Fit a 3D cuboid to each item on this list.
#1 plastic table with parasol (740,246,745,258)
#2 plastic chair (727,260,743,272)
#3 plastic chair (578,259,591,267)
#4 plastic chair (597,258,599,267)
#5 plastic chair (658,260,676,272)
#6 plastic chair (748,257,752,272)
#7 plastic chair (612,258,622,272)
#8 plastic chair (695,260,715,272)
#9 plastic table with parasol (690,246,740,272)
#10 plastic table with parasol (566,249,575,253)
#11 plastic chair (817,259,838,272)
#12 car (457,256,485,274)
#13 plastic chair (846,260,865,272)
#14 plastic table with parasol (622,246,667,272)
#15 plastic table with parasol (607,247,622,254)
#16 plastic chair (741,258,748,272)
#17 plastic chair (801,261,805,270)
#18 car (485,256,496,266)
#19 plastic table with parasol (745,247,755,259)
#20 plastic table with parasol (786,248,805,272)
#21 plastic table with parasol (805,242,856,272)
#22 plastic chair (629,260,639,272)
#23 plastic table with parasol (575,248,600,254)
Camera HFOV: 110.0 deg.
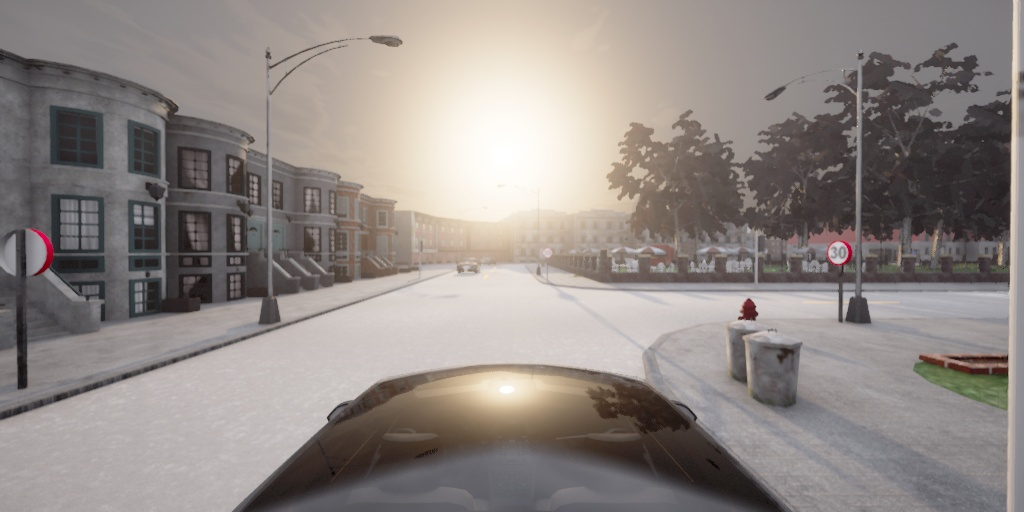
[{"bbox_3d":[18.192,0.404,31.177,2.482,2.480,2.482,0,0,-42],"label":"plastic table with parasol"},{"bbox_3d":[16.141,1.085,26.212,0.750,1.272,0.730,0,0,-35],"label":"plastic chair"},{"bbox_3d":[8.933,0.885,44.020,0.730,1.272,0.750,0,0,-40],"label":"plastic chair"},{"bbox_3d":[10.864,0.885,43.737,0.750,1.272,0.730,0,0,-32],"label":"plastic chair"},{"bbox_3d":[10.913,1.126,25.198,0.750,1.272,0.730,0,0,-35],"label":"plastic chair"},{"bbox_3d":[22.824,0.999,33.464,0.750,1.272,0.730,0,0,-34],"label":"plastic chair"},{"bbox_3d":[8.528,1.044,29.911,0.730,1.272,0.750,0,0,-40],"label":"plastic chair"},{"bbox_3d":[14.207,1.096,26.436,0.730,1.272,0.750,0,0,-40],"label":"plastic chair"},{"bbox_3d":[15.236,0.473,27.182,2.482,2.480,2.482,0,0,-40],"label":"plastic table with parasol"},{"bbox_3d":[9.101,0.274,52.441,2.482,2.480,2.482,0,0,0],"label":"plastic table with parasol"},{"bbox_3d":[22.656,1.070,25.737,0.730,1.272,0.750,0,0,-39],"label":"plastic chair"},{"bbox_3d":[-4.202,0.936,35.217,2.128,1.511,4.902,0,1,0],"label":"car"},{"bbox_3d":[24.582,1.099,25.523,0.750,1.272,0.730,0,0,-35],"label":"plastic chair"},{"bbox_3d":[10.009,0.513,26.169,2.482,2.480,2.482,0,0,-40],"label":"plastic table with parasol"},{"bbox_3d":[9.557,0.437,30.658,2.482,2.480,2.482,0,0,-40],"label":"plastic table with parasol"},{"bbox_3d":[19.083,1.045,30.227,0.750,1.272,0.730,0,0,-35],"label":"plastic chair"},{"bbox_3d":[22.939,1.036,27.512,0.750,1.272,0.730,0,0,-40],"label":"plastic chair"},{"bbox_3d":[-3.864,0.746,56.539,2.128,1.511,4.902,0,0,14],"label":"car"},{"bbox_3d":[21.978,0.322,34.454,2.482,2.480,2.482,0,0,-39],"label":"plastic table with parasol"},{"bbox_3d":[26.404,0.420,31.821,2.482,2.480,2.482,0,0,-40],"label":"plastic table with parasol"},{"bbox_3d":[23.680,0.458,26.494,2.482,2.480,2.482,0,0,-40],"label":"plastic table with parasol"},{"bbox_3d":[8.980,1.124,25.422,0.730,1.272,0.750,0,0,-40],"label":"plastic chair"},{"bbox_3d":[9.916,0.240,44.747,2.482,2.480,2.482,0,0,-38],"label":"plastic table with parasol"}]
